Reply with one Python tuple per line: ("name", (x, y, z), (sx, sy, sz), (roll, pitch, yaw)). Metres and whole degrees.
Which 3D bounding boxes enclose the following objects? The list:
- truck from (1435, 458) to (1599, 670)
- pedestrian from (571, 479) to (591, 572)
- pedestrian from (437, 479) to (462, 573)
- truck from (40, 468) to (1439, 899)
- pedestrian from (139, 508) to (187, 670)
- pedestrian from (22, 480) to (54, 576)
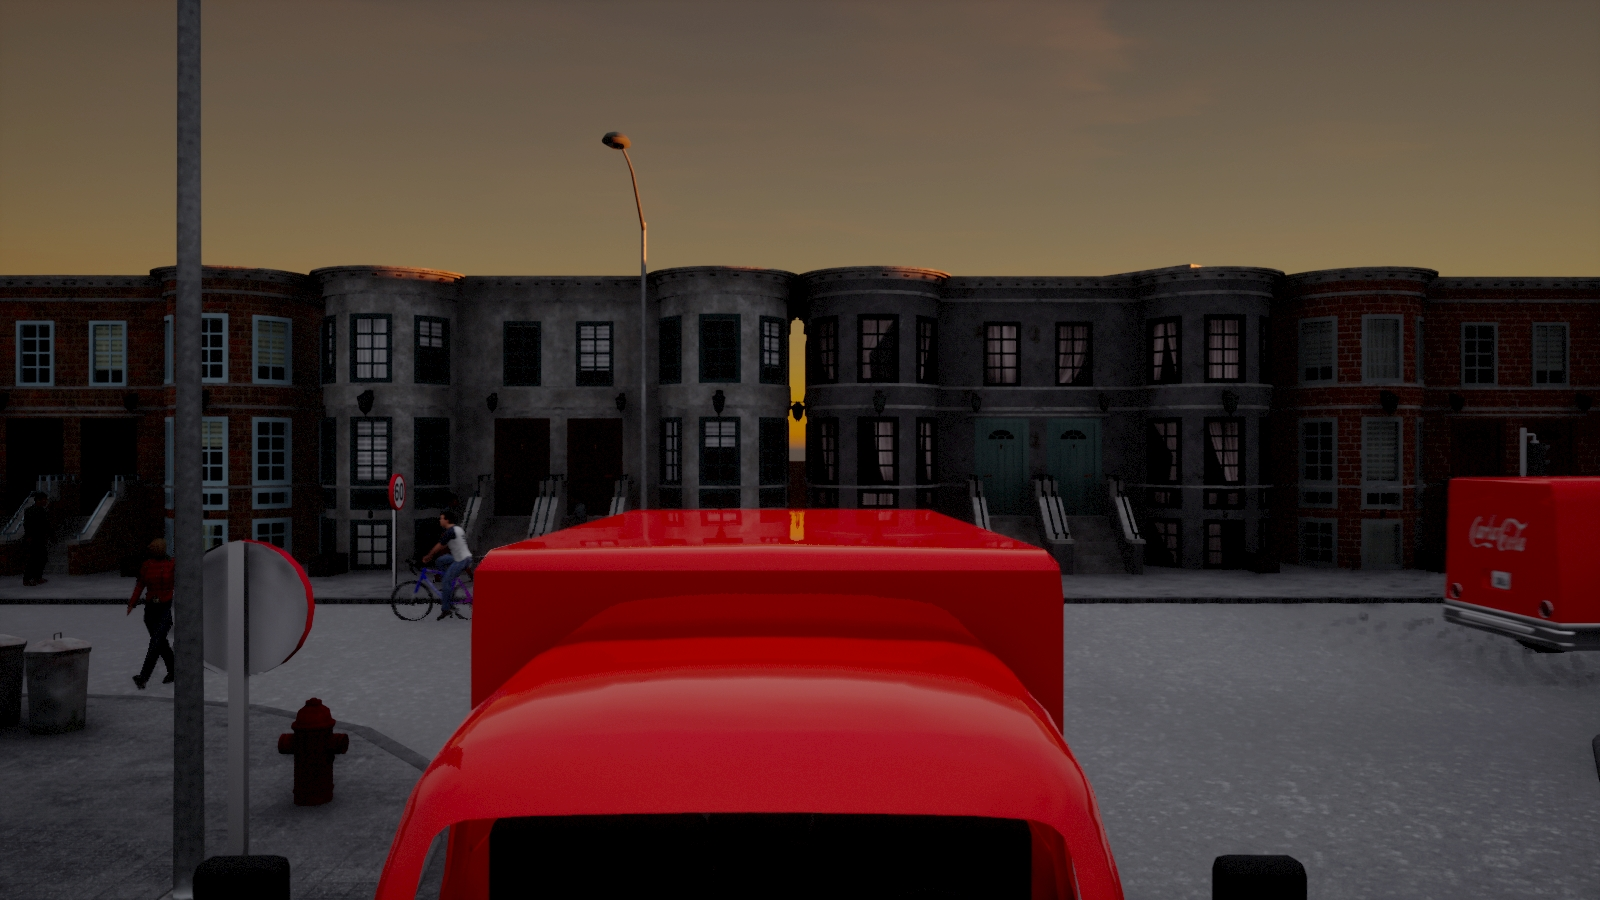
("truck", (11.530, 1.348, 14.757), (5.204, 2.467, 2.627), (0, 0, -1))
("pedestrian", (-4.434, 1.526, 23.151), (0.375, 1.860, 0.375), (0, 0, -7))
("pedestrian", (-7.039, 1.524, 22.942), (0.375, 1.860, 0.375), (0, 0, 4))
("truck", (-0.117, 1.349, 4.747), (2.627, 2.467, 5.204), (0, 0, 0))
("pedestrian", (-7.507, 1.629, 13.476), (0.375, 1.860, 0.375), (0, 0, -4))
("pedestrian", (-14.929, 1.524, 22.381), (0.375, 1.860, 0.375), (0, 0, -1))
